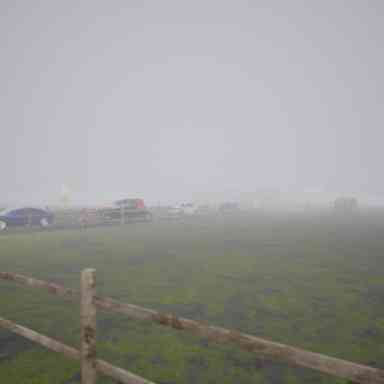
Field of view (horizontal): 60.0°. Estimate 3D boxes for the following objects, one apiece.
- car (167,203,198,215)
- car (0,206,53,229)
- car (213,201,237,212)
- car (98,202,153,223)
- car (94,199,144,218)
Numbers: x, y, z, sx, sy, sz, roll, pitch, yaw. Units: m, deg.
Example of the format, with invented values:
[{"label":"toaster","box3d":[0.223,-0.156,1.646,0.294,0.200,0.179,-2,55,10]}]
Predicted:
[{"label":"car","box3d":[-1.079,2.076,40.906,1.812,1.442,4.674,-1,-1,36]},{"label":"car","box3d":[-12.864,1.852,24.689,1.882,1.535,5.008,-1,-1,35]},{"label":"car","box3d":[4.951,2.138,49.128,2.128,1.511,4.902,-1,-1,37]},{"label":"car","box3d":[-5.586,1.928,29.733,1.837,1.490,4.892,-1,-1,36]},{"label":"car","box3d":[-6.954,1.682,32.862,2.150,2.045,5.566,-1,-1,36]}]
